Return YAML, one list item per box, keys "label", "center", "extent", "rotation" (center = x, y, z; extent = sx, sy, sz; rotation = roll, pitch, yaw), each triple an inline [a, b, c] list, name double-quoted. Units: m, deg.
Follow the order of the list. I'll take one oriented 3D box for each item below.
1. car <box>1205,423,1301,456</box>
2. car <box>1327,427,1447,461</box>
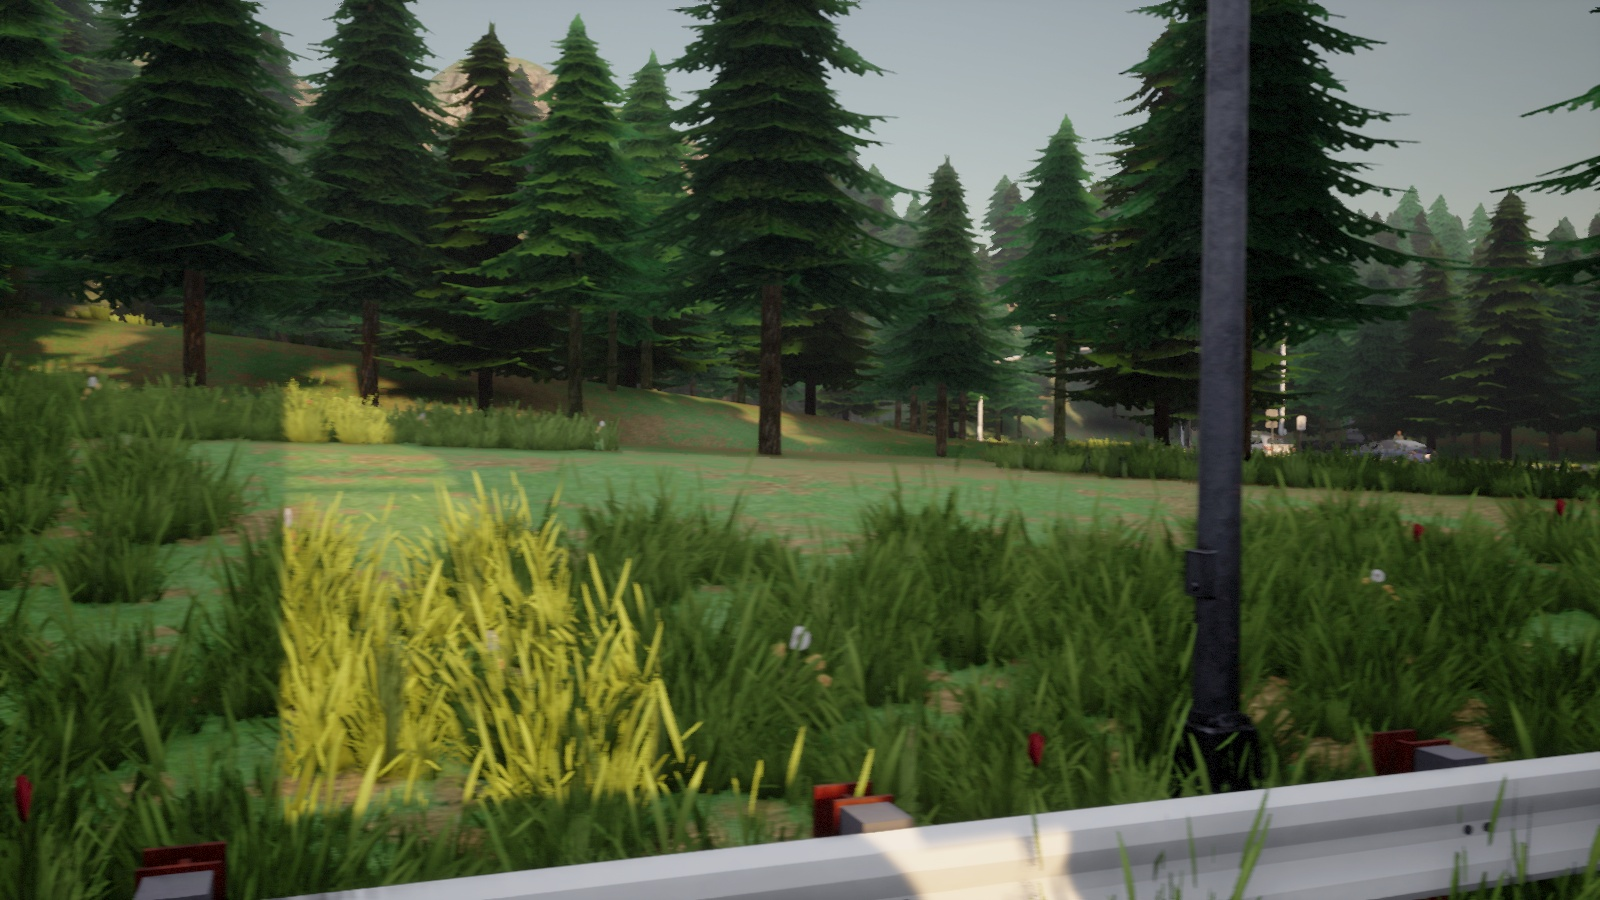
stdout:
- label: "car"
  center: [23.467, -0.551, 65.215]
  extent: [2.242, 1.667, 4.611]
  rotation: [-1, 1, -20]
- label: "car"
  center: [26.464, -0.292, 56.831]
  extent: [2.163, 1.488, 4.792]
  rotation: [-1, 1, -20]
